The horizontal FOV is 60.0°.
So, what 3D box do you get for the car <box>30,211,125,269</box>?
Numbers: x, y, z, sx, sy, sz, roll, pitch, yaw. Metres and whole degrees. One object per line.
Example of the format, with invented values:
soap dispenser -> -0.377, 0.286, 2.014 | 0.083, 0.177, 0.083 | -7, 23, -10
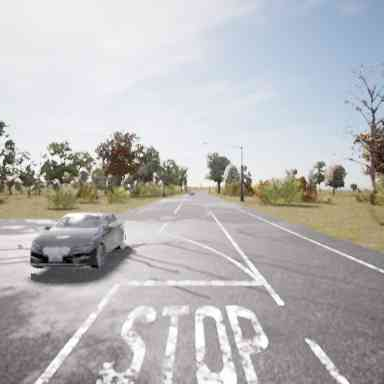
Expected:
car -> -3.495, 1.411, 10.972 | 2.128, 1.511, 4.902 | 0, 1, 0
